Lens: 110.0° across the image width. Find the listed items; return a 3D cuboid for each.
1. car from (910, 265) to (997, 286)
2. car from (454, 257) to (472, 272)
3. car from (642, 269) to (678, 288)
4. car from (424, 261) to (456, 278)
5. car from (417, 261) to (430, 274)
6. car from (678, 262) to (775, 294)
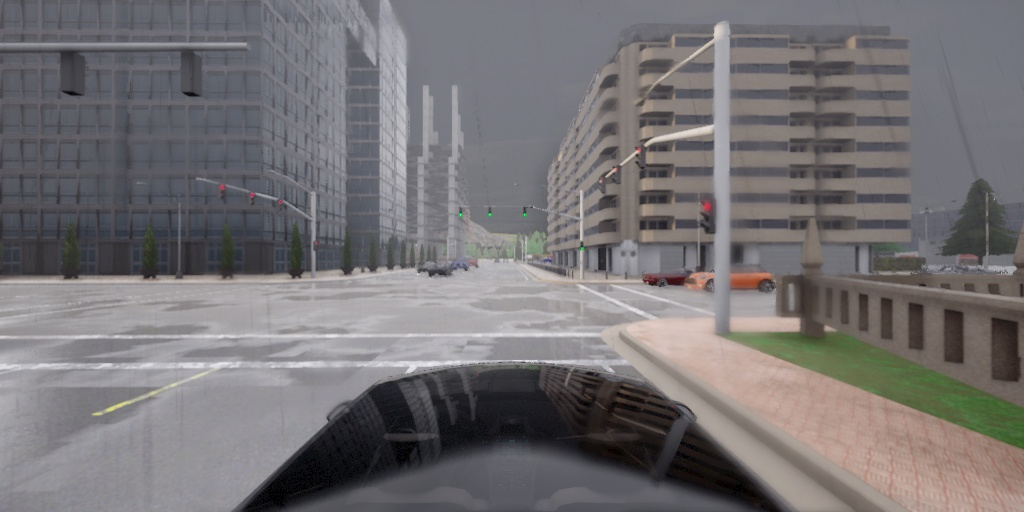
[{"bbox_3d":[30.693,1.408,25.025,4.902,1.511,2.128,0,0,-1],"label":"car"},{"bbox_3d":[-7.615,1.224,52.920,2.150,2.045,5.566,0,-1,-1],"label":"car"},{"bbox_3d":[11.542,1.517,24.723,4.718,1.301,1.895,0,0,-1],"label":"car"},{"bbox_3d":[-7.461,1.526,37.553,1.895,1.301,4.718,0,0,-1],"label":"car"},{"bbox_3d":[-10.958,1.473,46.524,1.837,1.490,4.892,0,0,-1],"label":"car"},{"bbox_3d":[12.779,1.253,21.243,4.553,1.767,2.097,0,0,-1],"label":"car"}]
